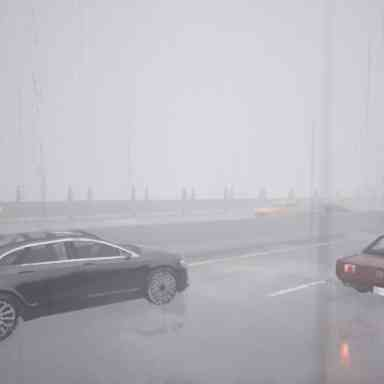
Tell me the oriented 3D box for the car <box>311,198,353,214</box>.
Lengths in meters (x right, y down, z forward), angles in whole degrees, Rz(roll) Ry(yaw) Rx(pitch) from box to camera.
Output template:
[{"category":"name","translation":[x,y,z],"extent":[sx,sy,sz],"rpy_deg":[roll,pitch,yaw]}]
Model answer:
[{"category":"car","translation":[15.393,1.489,36.452],"extent":[5.008,1.535,1.882],"rpy_deg":[0,0,-35]}]

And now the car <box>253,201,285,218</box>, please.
[{"category":"car","translation":[7.003,1.479,26.179],"extent":[5.008,1.535,1.882],"rpy_deg":[0,0,-35]}]

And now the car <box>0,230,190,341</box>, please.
[{"category":"car","translation":[-2.303,1.491,6.403],"extent":[4.902,1.511,2.128],"rpy_deg":[0,0,-35]}]

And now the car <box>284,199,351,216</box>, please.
[{"category":"car","translation":[9.046,1.479,23.337],"extent":[5.008,1.535,1.882],"rpy_deg":[0,0,-35]}]

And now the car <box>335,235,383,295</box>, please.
[{"category":"car","translation":[5.416,1.601,7.609],"extent":[4.718,1.301,1.895],"rpy_deg":[0,0,-35]}]
